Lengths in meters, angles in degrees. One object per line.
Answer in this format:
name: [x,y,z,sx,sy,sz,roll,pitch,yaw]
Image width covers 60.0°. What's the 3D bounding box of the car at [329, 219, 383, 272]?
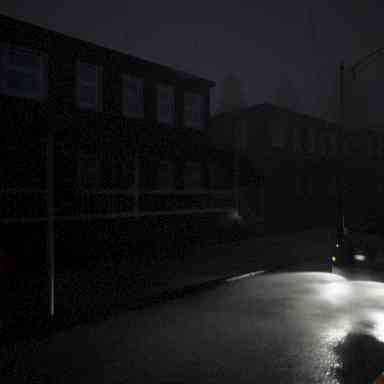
car: [5.957,1.562,10.165,4.181,1.385,1.994,0,0,-41]
